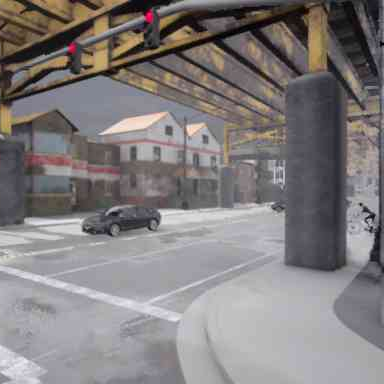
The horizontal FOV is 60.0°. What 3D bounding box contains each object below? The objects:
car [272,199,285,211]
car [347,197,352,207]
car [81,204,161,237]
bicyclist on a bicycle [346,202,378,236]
[{"bbox_3d":[11.218,1.484,39.260,2.033,1.411,5.357,0,0,35],"label":"car"},{"bbox_3d":[21.984,1.357,48.361,1.837,1.490,4.892,0,1,35],"label":"car"},{"bbox_3d":[-3.699,1.456,18.096,1.837,1.490,4.892,0,2,35],"label":"car"},{"bbox_3d":[8.359,1.308,16.142,1.656,1.620,0.582,0,0,35],"label":"bicyclist on a bicycle"}]
